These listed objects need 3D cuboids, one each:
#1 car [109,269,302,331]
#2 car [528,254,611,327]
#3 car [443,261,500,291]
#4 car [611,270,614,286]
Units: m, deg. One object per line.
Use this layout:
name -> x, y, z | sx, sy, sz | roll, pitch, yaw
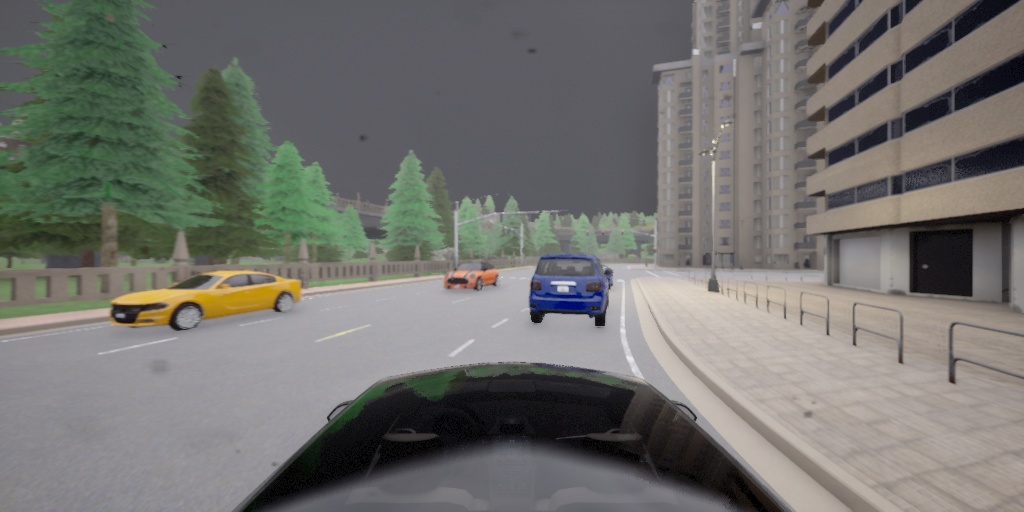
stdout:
car -> -9.109, 1.207, 11.285 | 1.882, 1.535, 5.008 | 0, 0, 13
car -> 2.067, 0.989, 11.980 | 2.150, 2.045, 5.566 | 0, -1, 16
car -> -2.382, 1.119, 22.059 | 2.097, 1.767, 4.553 | 0, 0, 18
car -> 5.462, 1.276, 23.159 | 1.882, 1.535, 5.008 | 0, 0, 18
